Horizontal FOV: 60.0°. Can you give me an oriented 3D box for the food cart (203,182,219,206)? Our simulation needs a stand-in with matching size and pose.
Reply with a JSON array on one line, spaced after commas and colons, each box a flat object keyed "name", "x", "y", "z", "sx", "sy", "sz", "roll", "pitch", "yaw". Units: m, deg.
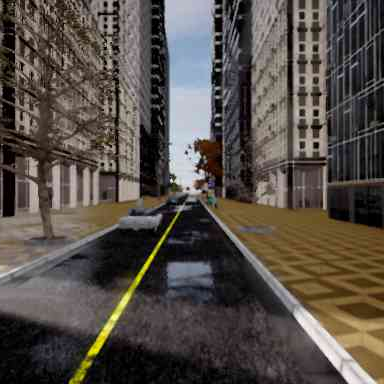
[{"name": "food cart", "x": 2.974, "y": 0.336, "z": 53.620, "sx": 2.280, "sy": 3.560, "sz": 4.660, "roll": -1, "pitch": -1, "yaw": 0}]

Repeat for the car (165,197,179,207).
[{"name": "car", "x": -2.844, "y": 1.431, "z": 48.554, "sx": 2.033, "sy": 1.411, "sz": 5.357, "roll": 0, "pitch": 0, "yaw": 0}]

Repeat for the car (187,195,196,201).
[{"name": "car", "x": -0.021, "y": 1.316, "z": 73.771, "sx": 1.895, "sy": 1.301, "sz": 4.718, "roll": 0, "pitch": 0, "yaw": 0}]

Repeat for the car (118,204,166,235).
[{"name": "car", "x": -2.806, "y": 1.556, "z": 18.846, "sx": 1.895, "sy": 1.301, "sz": 4.718, "roll": 0, "pitch": 0, "yaw": 1}]

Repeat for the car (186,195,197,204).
[{"name": "car", "x": -0.018, "y": 1.379, "z": 60.675, "sx": 1.812, "sy": 1.442, "sz": 4.674, "roll": 0, "pitch": 0, "yaw": 0}]
